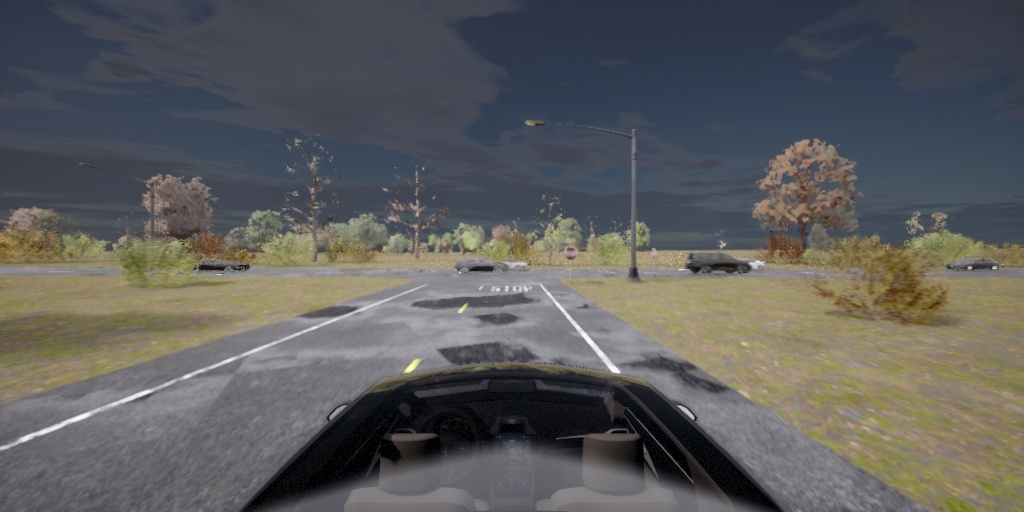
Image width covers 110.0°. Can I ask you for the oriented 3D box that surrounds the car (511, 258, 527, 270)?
[{"bbox_3d":[-0.731,0.914,39.439,4.718,1.301,1.895,0,1,-1],"label":"car"}]

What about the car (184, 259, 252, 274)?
[{"bbox_3d":[-25.975,0.903,31.752,4.718,1.301,1.895,0,1,-2],"label":"car"}]

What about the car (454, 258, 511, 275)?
[{"bbox_3d":[-2.773,0.890,32.389,4.902,1.511,2.128,0,1,-1],"label":"car"}]

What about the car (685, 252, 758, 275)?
[{"bbox_3d":[18.857,0.693,32.958,5.566,2.045,2.150,0,1,-2],"label":"car"}]

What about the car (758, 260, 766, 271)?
[{"bbox_3d":[25.883,0.974,40.172,4.674,1.442,1.812,-1,1,-2],"label":"car"}]
